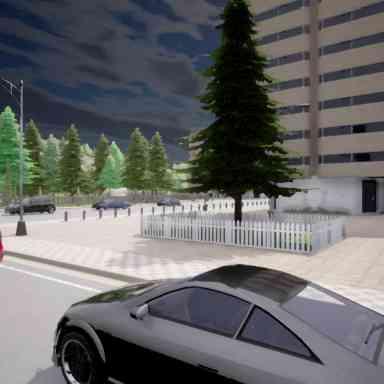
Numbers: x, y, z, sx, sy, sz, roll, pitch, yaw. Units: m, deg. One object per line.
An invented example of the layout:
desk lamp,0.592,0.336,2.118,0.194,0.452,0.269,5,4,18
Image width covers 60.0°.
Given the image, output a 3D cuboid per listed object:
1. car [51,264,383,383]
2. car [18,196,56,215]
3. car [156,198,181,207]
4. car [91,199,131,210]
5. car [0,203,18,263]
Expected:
car,0.306,1.564,3.774,4.181,1.385,1.994,0,0,35
car,-16.246,1.352,33.606,2.097,1.767,4.553,0,0,35
car,-3.623,1.564,51.306,1.994,1.385,4.181,0,0,36
car,-10.113,1.547,42.220,2.033,1.411,5.357,0,0,36
car,-7.383,1.221,9.207,5.566,2.045,2.150,0,0,36
